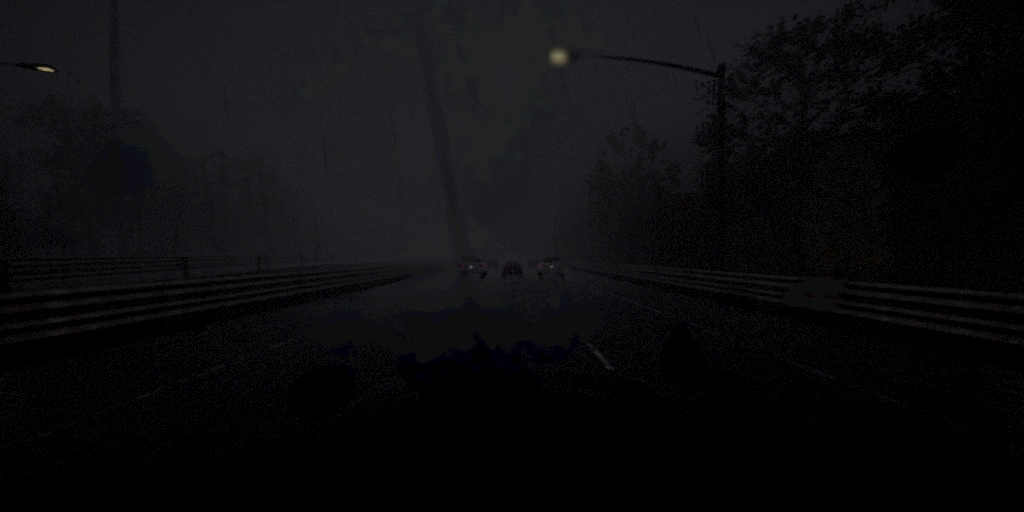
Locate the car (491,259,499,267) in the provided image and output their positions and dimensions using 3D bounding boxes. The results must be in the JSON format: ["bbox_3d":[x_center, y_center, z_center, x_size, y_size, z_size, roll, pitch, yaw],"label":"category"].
[{"bbox_3d":[-3.376,1.240,63.333,2.128,1.511,4.902,0,0,0],"label":"car"}]

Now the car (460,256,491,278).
[{"bbox_3d":[-3.462,0.973,33.660,2.150,2.045,5.566,0,0,0],"label":"car"}]

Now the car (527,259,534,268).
[{"bbox_3d":[3.626,1.240,63.242,2.128,1.511,4.902,0,0,0],"label":"car"}]

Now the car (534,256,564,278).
[{"bbox_3d":[3.537,0.973,33.648,2.150,2.045,5.566,0,0,0],"label":"car"}]

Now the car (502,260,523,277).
[{"bbox_3d":[0.064,1.226,35.967,1.882,1.535,5.008,0,0,1],"label":"car"}]
